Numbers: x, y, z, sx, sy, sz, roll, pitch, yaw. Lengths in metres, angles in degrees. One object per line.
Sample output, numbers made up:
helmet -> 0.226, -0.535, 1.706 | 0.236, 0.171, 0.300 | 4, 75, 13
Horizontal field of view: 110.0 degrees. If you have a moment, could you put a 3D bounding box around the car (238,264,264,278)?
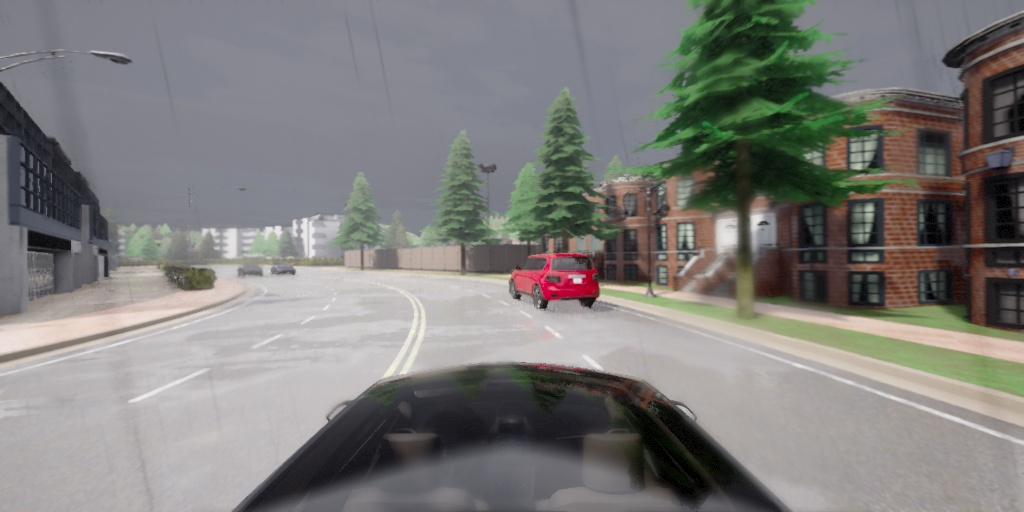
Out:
car -> -28.557, 1.603, 39.184 | 1.837, 1.490, 4.892 | -1, 0, -44

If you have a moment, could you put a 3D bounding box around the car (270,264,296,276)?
car -> -27.701, 1.630, 43.340 | 2.033, 1.411, 5.357 | -1, 0, -44

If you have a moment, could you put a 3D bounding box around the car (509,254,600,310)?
car -> 1.521, 0.940, 14.771 | 2.150, 2.045, 5.566 | -1, 0, -15
